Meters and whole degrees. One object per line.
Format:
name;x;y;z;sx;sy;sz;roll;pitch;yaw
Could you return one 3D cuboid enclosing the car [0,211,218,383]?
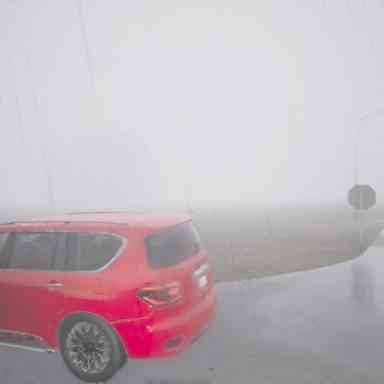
car;-2.356;1.406;5.548;5.566;2.045;2.150;-2;2;20
